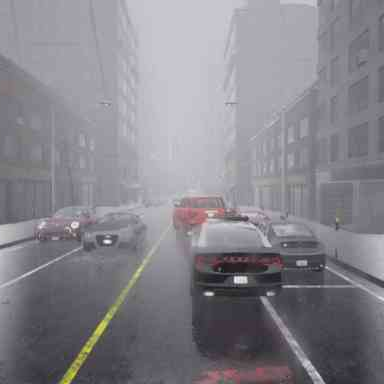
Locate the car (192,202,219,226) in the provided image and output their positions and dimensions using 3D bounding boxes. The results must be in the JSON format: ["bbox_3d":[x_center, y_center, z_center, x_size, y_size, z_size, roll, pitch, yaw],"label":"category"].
[{"bbox_3d":[0.909,1.527,24.631,1.812,1.442,4.674,0,0,0],"label":"car"}]

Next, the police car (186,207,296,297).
[{"bbox_3d":[0.902,1.424,8.740,1.930,1.638,5.238,0,0,0],"label":"police car"}]

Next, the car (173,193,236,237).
[{"bbox_3d":[0.341,1.211,18.422,2.150,2.045,5.566,-1,0,-12],"label":"car"}]

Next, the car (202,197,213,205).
[{"bbox_3d":[2.774,1.566,60.074,1.887,1.381,4.507,-1,0,0],"label":"car"}]

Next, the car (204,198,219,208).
[{"bbox_3d":[2.770,1.579,49.064,1.947,1.339,4.313,-1,0,0],"label":"car"}]

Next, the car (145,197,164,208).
[{"bbox_3d":[-5.757,1.453,49.067,1.967,1.590,4.097,-1,0,0],"label":"car"}]

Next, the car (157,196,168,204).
[{"bbox_3d":[-5.750,1.570,65.583,1.887,1.381,4.507,-1,0,0],"label":"car"}]

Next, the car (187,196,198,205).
[{"bbox_3d":[0.022,1.499,59.470,1.882,1.535,5.008,0,0,0],"label":"car"}]

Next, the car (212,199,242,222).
[{"bbox_3d":[2.760,1.442,27.044,1.967,1.590,4.097,-1,0,0],"label":"car"}]

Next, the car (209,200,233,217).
[{"bbox_3d":[2.764,1.549,32.549,1.887,1.381,4.507,-1,0,0],"label":"car"}]

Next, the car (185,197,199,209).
[{"bbox_3d":[0.036,1.516,46.826,1.837,1.490,4.892,0,0,1],"label":"car"}]

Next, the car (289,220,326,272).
[{"bbox_3d":[2.756,1.549,10.528,2.008,1.369,4.403,-1,0,0],"label":"car"}]

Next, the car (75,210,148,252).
[{"bbox_3d":[-2.996,1.563,13.718,1.994,1.385,4.181,0,0,0],"label":"car"}]

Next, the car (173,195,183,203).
[{"bbox_3d":[-2.975,1.508,69.578,1.882,1.535,5.008,0,0,0],"label":"car"}]

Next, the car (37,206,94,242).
[{"bbox_3d":[-5.769,1.439,16.037,1.967,1.590,4.097,-1,0,0],"label":"car"}]

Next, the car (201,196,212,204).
[{"bbox_3d":[2.775,1.570,65.580,1.887,1.381,4.507,-1,0,0],"label":"car"}]

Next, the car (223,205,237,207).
[{"bbox_3d":[2.758,1.544,16.033,1.887,1.381,4.507,-1,0,0],"label":"car"}]

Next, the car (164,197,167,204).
[{"bbox_3d":[-5.753,1.583,54.573,1.947,1.339,4.313,-1,0,0],"label":"car"}]

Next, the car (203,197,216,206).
[{"bbox_3d":[2.772,1.562,54.569,1.887,1.381,4.507,-1,0,0],"label":"car"}]
